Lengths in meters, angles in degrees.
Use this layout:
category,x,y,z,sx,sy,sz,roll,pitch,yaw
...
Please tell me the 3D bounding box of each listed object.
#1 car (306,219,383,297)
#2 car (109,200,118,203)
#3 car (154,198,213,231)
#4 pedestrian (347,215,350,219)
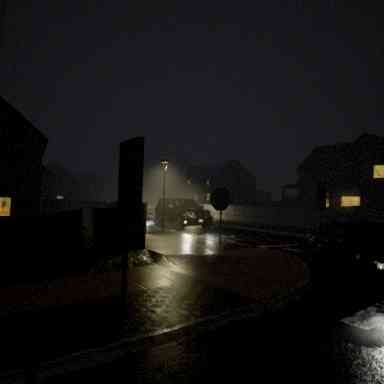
category,x,y,z,sx,sy,sz,roll,pitch,yaw
car,4.477,1.471,8.693,1.812,1.442,4.674,1,0,-1
car,-10.248,1.933,44.290,2.097,1.767,4.553,2,-2,-19
car,-0.729,1.420,22.097,2.150,2.045,5.566,3,-3,-27
pedestrian,8.300,1.447,17.670,0.375,1.860,0.375,2,-1,-31
